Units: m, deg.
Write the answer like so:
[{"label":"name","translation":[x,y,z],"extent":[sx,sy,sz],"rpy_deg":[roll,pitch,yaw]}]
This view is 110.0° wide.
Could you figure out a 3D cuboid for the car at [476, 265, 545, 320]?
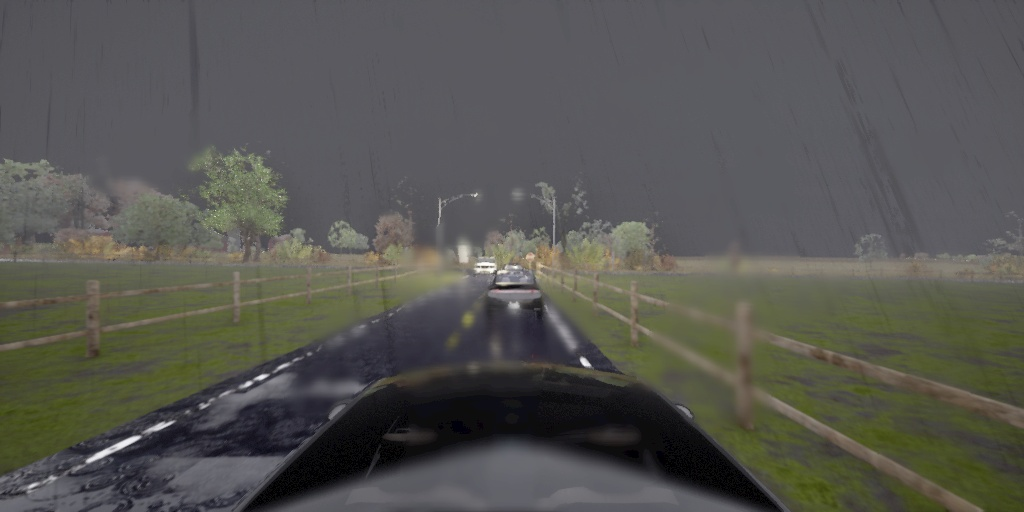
[{"label":"car","translation":[0.096,1.248,12.747],"extent":[2.128,1.511,4.902],"rpy_deg":[0,0,0]}]

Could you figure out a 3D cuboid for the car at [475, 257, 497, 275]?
[{"label":"car","translation":[-2.770,1.113,39.228],"extent":[2.150,2.045,5.566],"rpy_deg":[0,0,0]}]
